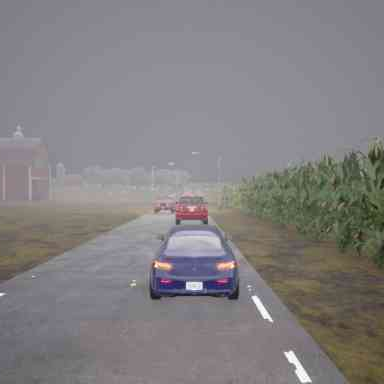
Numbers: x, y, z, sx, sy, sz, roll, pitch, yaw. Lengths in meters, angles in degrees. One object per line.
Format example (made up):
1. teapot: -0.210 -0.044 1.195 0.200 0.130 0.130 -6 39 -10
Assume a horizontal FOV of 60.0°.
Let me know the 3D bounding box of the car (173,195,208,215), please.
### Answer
1. car: -0.046 1.246 23.933 2.150 2.045 5.566 0 0 -1

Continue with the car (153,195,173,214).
1. car: -3.022 1.349 37.526 2.150 2.045 5.566 0 -1 0

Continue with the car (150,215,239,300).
1. car: 0.061 1.524 8.289 1.812 1.442 4.674 0 0 0
